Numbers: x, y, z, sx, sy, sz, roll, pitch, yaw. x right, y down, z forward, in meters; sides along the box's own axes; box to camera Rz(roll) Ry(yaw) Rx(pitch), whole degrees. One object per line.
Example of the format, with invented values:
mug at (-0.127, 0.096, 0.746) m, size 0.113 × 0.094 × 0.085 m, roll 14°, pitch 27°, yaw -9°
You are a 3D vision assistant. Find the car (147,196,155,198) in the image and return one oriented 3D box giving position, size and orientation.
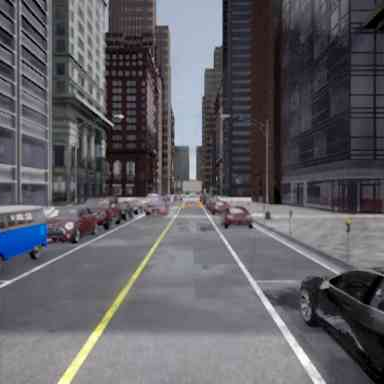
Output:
car at (-5.771, 1.463, 37.923) m, size 2.008 × 1.369 × 4.403 m, roll 0°, pitch 0°, yaw 0°

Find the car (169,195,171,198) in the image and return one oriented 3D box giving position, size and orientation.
car at (-5.774, 1.430, 66.107) m, size 1.947 × 1.339 × 4.313 m, roll 0°, pitch 0°, yaw 0°

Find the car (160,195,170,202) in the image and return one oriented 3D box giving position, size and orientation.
car at (-5.775, 1.423, 71.743) m, size 1.947 × 1.339 × 4.313 m, roll 0°, pitch 0°, yaw 0°

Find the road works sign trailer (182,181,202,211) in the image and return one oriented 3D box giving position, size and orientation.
road works sign trailer at (-0.005, 0.373, 39.817) m, size 2.380 × 3.560 × 2.880 m, roll 0°, pitch 0°, yaw 0°

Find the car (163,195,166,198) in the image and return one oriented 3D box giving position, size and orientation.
car at (-5.773, 1.407, 54.663) m, size 1.752 × 1.417 × 4.829 m, roll 0°, pitch 0°, yaw 0°

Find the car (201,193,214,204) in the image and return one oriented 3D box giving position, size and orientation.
car at (2.750, 1.188, 60.474) m, size 2.192 × 1.841 × 5.009 m, roll 0°, pitch 0°, yaw 0°

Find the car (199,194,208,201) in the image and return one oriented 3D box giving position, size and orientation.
car at (2.749, 1.291, 77.382) m, size 1.967 × 1.590 × 4.097 m, roll 0°, pitch 0°, yaw 0°

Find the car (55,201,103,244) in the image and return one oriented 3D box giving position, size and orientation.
car at (-5.768, 1.403, 15.376) m, size 1.967 × 1.590 × 4.097 m, roll 0°, pitch 0°, yaw 0°

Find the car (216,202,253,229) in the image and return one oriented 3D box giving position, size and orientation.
car at (2.757, 1.532, 21.021) m, size 1.802 × 1.307 × 4.206 m, roll 0°, pitch 0°, yaw 0°

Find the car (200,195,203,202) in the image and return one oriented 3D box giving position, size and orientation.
car at (2.751, 1.197, 54.837) m, size 2.192 × 1.841 × 5.009 m, roll 0°, pitch 0°, yaw 0°

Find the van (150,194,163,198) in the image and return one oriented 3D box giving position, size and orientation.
van at (-5.773, 1.232, 49.197) m, size 1.690 × 1.788 × 3.998 m, roll 0°, pitch 0°, yaw 0°

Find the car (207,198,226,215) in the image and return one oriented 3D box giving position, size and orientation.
car at (2.755, 1.506, 32.294) m, size 1.802 × 1.307 × 4.206 m, roll 0°, pitch 0°, yaw 0°

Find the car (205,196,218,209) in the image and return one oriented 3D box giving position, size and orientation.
car at (2.755, 1.495, 37.931) m, size 1.802 × 1.307 × 4.206 m, roll 0°, pitch 0°, yaw 0°

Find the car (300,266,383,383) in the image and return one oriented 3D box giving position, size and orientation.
car at (2.759, 1.556, 4.112) m, size 1.947 × 1.339 × 4.313 m, roll 0°, pitch 0°, yaw 0°

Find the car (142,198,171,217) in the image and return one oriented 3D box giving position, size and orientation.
car at (-3.101, 1.492, 30.613) m, size 1.994 × 1.385 × 4.181 m, roll 0°, pitch 0°, yaw 0°

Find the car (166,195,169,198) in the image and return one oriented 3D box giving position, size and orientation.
car at (-5.773, 1.454, 60.470) m, size 1.802 × 1.307 × 4.206 m, roll 0°, pitch 0°, yaw 0°

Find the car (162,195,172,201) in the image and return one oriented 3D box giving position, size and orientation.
car at (-5.776, 1.401, 77.380) m, size 2.008 × 1.369 × 4.403 m, roll 0°, pitch 0°, yaw 0°

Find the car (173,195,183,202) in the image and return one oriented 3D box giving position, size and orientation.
car at (-3.009, 1.403, 72.060) m, size 1.994 × 1.385 × 4.181 m, roll 0°, pitch 0°, yaw 0°

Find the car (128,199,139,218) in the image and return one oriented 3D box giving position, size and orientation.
car at (-5.769, 1.503, 26.651) m, size 1.947 × 1.339 × 4.313 m, roll 0°, pitch 0°, yaw 0°

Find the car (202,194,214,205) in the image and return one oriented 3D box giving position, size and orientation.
car at (2.753, 1.342, 43.566) m, size 1.967 × 1.590 × 4.097 m, roll 0°, pitch 0°, yaw 0°

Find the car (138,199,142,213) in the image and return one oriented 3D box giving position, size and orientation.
car at (-5.770, 1.490, 32.287) m, size 1.947 × 1.339 × 4.313 m, roll 0°, pitch 0°, yaw 0°

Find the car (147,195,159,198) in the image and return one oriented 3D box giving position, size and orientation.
car at (-5.771, 1.483, 43.561) m, size 1.802 × 1.307 × 4.206 m, roll 0°, pitch 0°, yaw 0°

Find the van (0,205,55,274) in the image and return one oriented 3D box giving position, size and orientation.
van at (-5.768, 1.317, 9.740) m, size 1.690 × 1.788 × 3.998 m, roll 0°, pitch 0°, yaw 0°

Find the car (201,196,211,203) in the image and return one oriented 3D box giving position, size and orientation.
car at (2.751, 1.431, 66.110) m, size 1.947 × 1.339 × 4.313 m, roll 0°, pitch 0°, yaw 0°

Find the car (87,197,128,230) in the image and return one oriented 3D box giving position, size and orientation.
car at (-5.769, 1.265, 21.013) m, size 2.192 × 1.841 × 5.009 m, roll 0°, pitch 0°, yaw 0°
